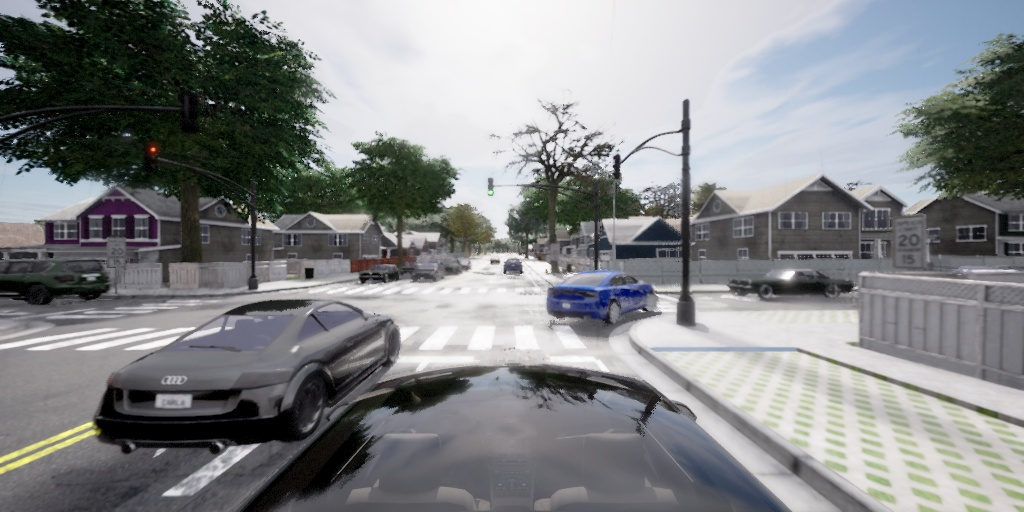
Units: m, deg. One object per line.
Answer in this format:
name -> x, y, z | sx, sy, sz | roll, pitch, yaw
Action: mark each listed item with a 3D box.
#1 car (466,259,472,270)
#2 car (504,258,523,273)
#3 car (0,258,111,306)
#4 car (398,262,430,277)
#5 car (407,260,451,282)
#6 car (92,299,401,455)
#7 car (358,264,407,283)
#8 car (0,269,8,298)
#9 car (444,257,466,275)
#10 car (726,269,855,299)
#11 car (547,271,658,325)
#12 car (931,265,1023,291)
car -> -6.540, 1.128, 48.667 | 2.033, 1.411, 5.357 | 0, 1, 0
car -> 0.114, 1.020, 41.204 | 2.097, 1.767, 4.553 | 0, 0, 0
car -> -21.834, 1.140, 16.348 | 5.566, 2.045, 2.150 | 0, 0, 0
car -> -9.827, 1.299, 36.364 | 1.895, 1.301, 4.718 | 0, 0, 0
car -> -6.588, 1.266, 28.948 | 2.033, 1.411, 5.357 | 0, 0, 0
car -> -3.146, 1.316, 5.344 | 1.994, 1.385, 4.181 | 0, 0, 0
car -> -9.840, 1.322, 27.202 | 1.895, 1.301, 4.718 | 0, 0, 0
car -> -22.577, 1.406, 13.391 | 5.008, 1.535, 1.882 | 0, 0, 3
car -> -6.567, 1.039, 38.387 | 2.097, 1.767, 4.553 | 0, 0, 0
car -> 12.728, 1.258, 16.642 | 4.718, 1.301, 1.895 | 0, 0, 1
car -> 3.140, 1.217, 11.940 | 1.882, 1.535, 5.008 | -2, -1, 41
car -> 22.483, 1.127, 16.909 | 5.357, 1.411, 2.033 | 0, 0, -2
